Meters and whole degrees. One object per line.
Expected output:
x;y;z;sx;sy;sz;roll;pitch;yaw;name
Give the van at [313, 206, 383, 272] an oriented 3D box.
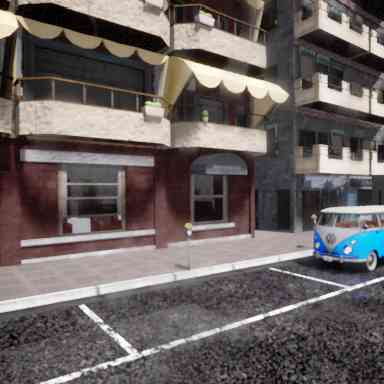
5.493;1.337;10.486;3.998;1.788;1.690;0;0;-35;van
